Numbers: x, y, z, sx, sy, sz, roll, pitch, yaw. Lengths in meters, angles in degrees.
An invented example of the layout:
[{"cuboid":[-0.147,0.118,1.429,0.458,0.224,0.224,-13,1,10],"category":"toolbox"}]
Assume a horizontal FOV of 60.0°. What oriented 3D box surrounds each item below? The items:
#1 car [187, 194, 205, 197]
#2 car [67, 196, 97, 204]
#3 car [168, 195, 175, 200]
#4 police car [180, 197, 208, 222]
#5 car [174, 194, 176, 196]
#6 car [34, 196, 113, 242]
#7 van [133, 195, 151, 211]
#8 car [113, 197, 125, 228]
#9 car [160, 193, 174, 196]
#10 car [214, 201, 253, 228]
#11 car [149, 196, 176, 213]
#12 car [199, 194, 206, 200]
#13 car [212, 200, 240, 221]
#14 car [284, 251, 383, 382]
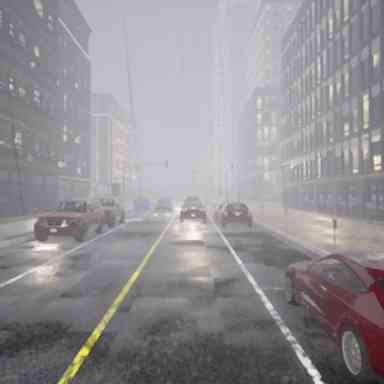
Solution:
[{"cuboid":[0.087,1.219,38.407,2.097,1.767,4.553,0,0,0],"category":"car"},{"cuboid":[-19.051,1.314,57.655,4.507,1.381,1.887,0,-1,0],"category":"car"},{"cuboid":[-5.681,1.402,93.302,1.802,1.307,4.206,0,0,0],"category":"car"},{"cuboid":[0.102,1.406,25.189,2.038,1.542,4.974,0,0,0],"category":"police car"},{"cuboid":[-5.681,1.382,87.639,1.947,1.339,4.313,0,0,0],"category":"car"},{"cuboid":[-5.683,1.249,16.153,2.192,1.841,5.009,1,0,0],"category":"car"},{"cuboid":[-5.657,1.208,38.246,1.690,1.788,3.998,1,0,0],"category":"van"},{"cuboid":[-5.685,1.229,21.675,2.192,1.841,5.009,1,0,0],"category":"car"},{"cuboid":[-5.679,1.135,70.651,2.192,1.841,5.009,0,0,0],"category":"car"},{"cuboid":[2.708,1.355,21.675,1.967,1.590,4.097,1,0,0],"category":"car"},{"cuboid":[-2.998,1.427,35.923,2.033,1.411,5.357,0,0,0],"category":"car"},{"cuboid":[2.699,1.342,87.809,1.752,1.417,4.829,0,0,0],"category":"car"},{"cuboid":[2.709,1.421,27.370,1.752,1.417,4.829,1,0,0],"category":"car"},{"cuboid":[2.699,1.560,5.106,1.802,1.307,4.206,1,0,0],"category":"car"}]
